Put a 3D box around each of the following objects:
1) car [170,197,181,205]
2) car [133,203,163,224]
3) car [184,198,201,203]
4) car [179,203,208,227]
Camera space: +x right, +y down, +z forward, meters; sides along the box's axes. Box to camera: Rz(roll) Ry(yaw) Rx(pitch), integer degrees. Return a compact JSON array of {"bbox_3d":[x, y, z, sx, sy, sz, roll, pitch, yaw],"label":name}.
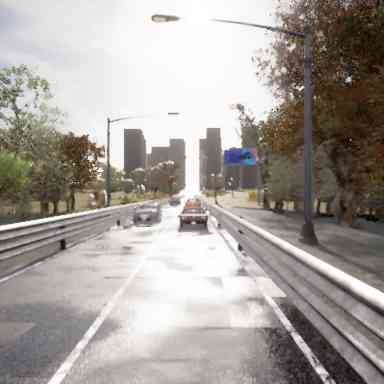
[{"bbox_3d":[-3.287,1.710,66.458,2.097,1.767,4.553,0,0,0],"label":"car"},{"bbox_3d":[-3.346,1.606,25.783,2.128,1.511,4.902,0,0,0],"label":"car"},{"bbox_3d":[0.095,1.565,42.141,2.097,1.767,4.553,0,0,0],"label":"car"},{"bbox_3d":[0.103,1.702,23.507,1.895,1.301,4.718,0,0,0],"label":"car"}]
